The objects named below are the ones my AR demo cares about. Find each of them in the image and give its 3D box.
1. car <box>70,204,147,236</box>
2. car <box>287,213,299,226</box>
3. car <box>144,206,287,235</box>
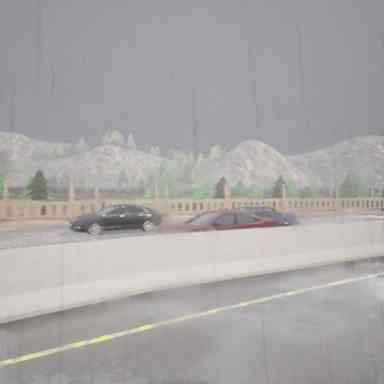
[{"bbox_3d":[-3.957,1.429,17.817,4.892,1.490,1.837,0,0,-30],"label":"car"},{"bbox_3d":[3.315,1.495,17.981,5.357,1.411,2.033,0,0,-28],"label":"car"},{"bbox_3d":[0.982,1.436,12.628,5.008,1.535,1.882,0,0,-30],"label":"car"}]
